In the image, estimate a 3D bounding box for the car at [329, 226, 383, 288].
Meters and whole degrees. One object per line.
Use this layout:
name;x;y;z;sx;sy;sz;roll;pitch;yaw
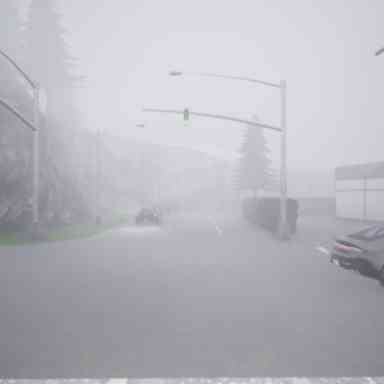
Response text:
car;6.136;1.596;8.547;4.902;1.511;2.128;0;-1;1

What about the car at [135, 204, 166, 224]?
car;-3.606;1.942;28.373;1.895;1.301;4.718;0;-1;0

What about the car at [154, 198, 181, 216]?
car;-3.092;1.703;40.028;2.150;2.045;5.566;0;-1;18
